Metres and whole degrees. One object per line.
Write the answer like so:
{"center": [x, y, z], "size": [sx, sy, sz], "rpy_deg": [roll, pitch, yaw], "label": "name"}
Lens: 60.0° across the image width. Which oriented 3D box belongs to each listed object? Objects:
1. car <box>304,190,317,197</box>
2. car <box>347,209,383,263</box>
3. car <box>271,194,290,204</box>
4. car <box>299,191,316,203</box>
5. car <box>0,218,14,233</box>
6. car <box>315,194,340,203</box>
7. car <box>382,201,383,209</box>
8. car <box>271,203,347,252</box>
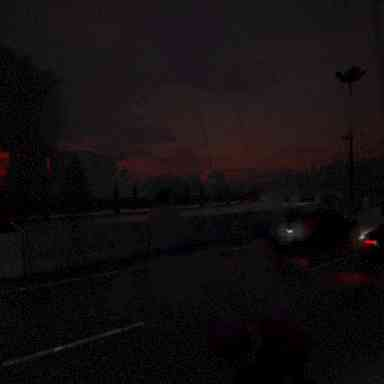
{"center": [28.084, 0.343, 79.089], "size": [1.994, 1.385, 4.181], "rpy_deg": [-1, 0, 5], "label": "car"}
{"center": [6.866, 1.329, 9.992], "size": [5.357, 1.411, 2.033], "rpy_deg": [-2, 1, -44], "label": "car"}
{"center": [12.747, 0.941, 47.621], "size": [2.033, 1.411, 5.357], "rpy_deg": [-1, 0, 26], "label": "car"}
{"center": [16.550, 0.890, 47.609], "size": [1.994, 1.385, 4.181], "rpy_deg": [-1, 0, 25], "label": "car"}
{"center": [-9.997, 1.567, 14.262], "size": [4.181, 1.385, 1.994], "rpy_deg": [-1, 1, -38], "label": "car"}
{"center": [16.427, 0.926, 39.538], "size": [2.033, 1.411, 5.357], "rpy_deg": [-1, 0, 29], "label": "car"}
{"center": [16.621, 0.823, 26.621], "size": [2.097, 1.767, 4.553], "rpy_deg": [-1, 1, 36], "label": "car"}
{"center": [4.941, 1.345, 13.074], "size": [4.181, 1.385, 1.994], "rpy_deg": [-1, 1, -43], "label": "car"}
